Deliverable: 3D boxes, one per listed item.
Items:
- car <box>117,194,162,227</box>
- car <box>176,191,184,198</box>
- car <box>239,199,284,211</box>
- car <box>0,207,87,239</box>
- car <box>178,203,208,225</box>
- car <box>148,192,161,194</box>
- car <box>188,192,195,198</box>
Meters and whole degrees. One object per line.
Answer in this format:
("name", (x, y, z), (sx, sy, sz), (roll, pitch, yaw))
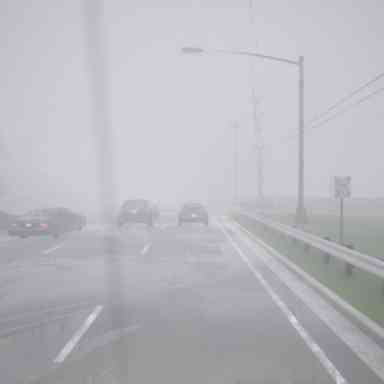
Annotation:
("car", (-3.423, 1.210, 21.693), (2.097, 1.767, 4.553), (0, 0, 0))
("car", (-3.603, 0.717, 95.358), (2.097, 1.767, 4.553), (0, 0, 0))
("car", (7.486, 1.364, 36.460), (1.895, 1.301, 4.718), (0, 1, -43))
("car", (-6.918, 1.438, 16.583), (2.033, 1.411, 5.357), (0, 0, 0))
("car", (0.078, 1.416, 22.624), (1.994, 1.385, 4.181), (0, 0, 0))
("car", (-10.602, 0.863, 94.870), (1.837, 1.490, 4.892), (0, 0, 0))
("car", (-0.102, 0.925, 95.299), (1.994, 1.385, 4.181), (0, 0, 0))
